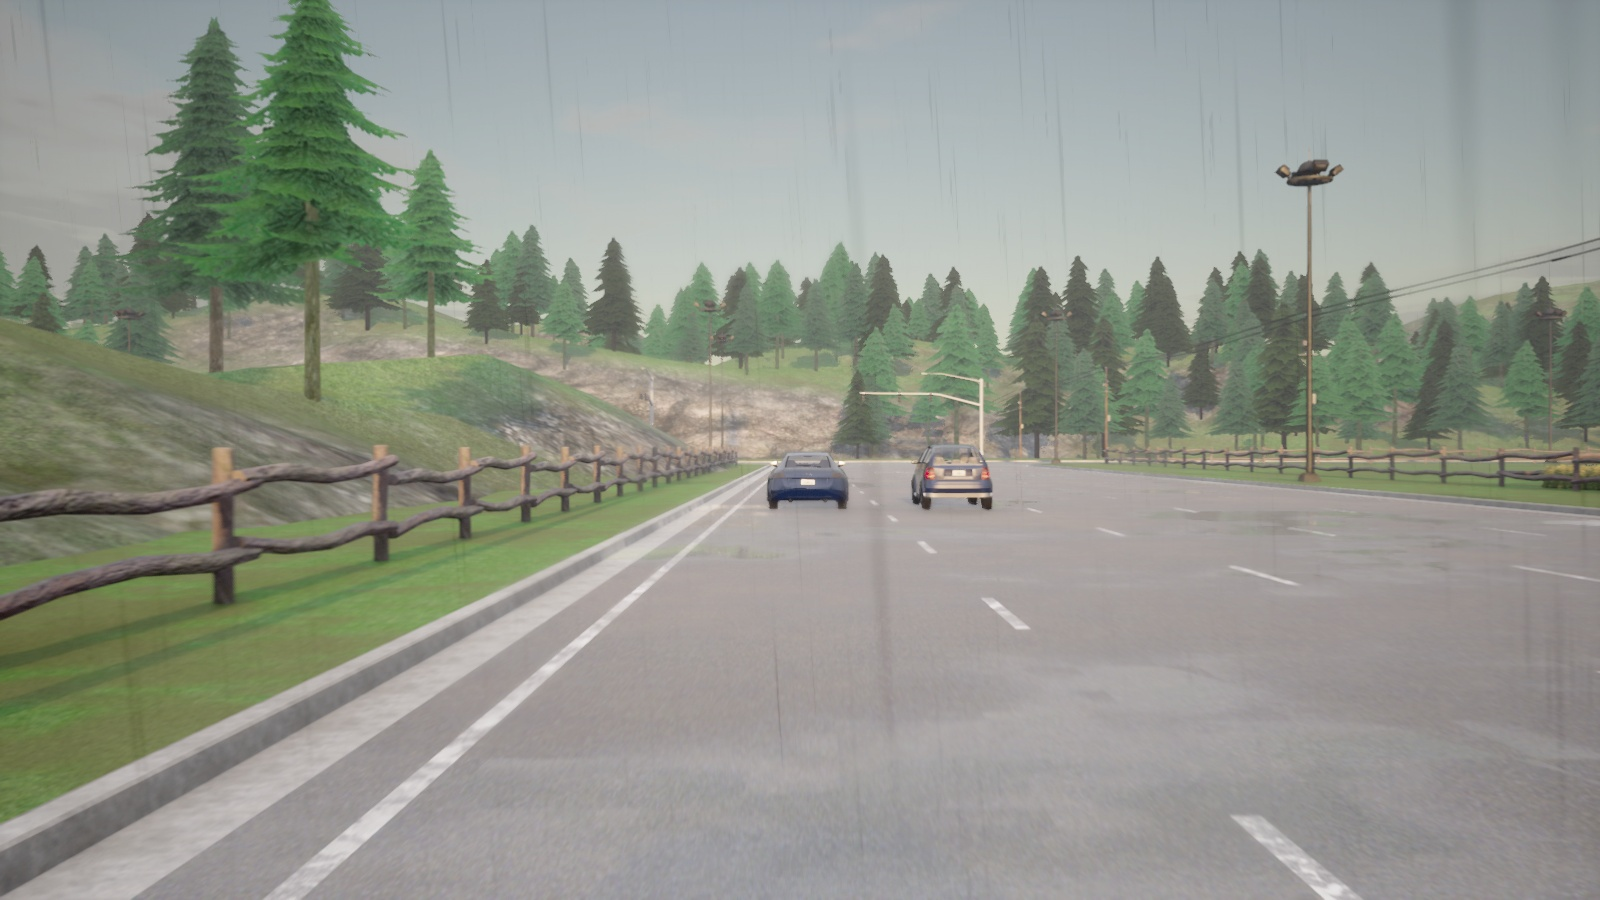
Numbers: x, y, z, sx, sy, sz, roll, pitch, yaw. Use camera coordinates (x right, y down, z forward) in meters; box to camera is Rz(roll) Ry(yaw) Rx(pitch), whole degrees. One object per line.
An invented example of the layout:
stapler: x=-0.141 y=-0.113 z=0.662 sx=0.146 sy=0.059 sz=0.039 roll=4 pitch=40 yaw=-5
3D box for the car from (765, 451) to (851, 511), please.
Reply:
car: x=0.196 y=0.719 z=31.401 sx=1.994 sy=1.385 sz=4.181 roll=0 pitch=0 yaw=0

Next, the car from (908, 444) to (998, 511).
car: x=3.694 y=0.638 z=30.906 sx=1.789 sy=1.549 sz=3.705 roll=0 pitch=0 yaw=0
